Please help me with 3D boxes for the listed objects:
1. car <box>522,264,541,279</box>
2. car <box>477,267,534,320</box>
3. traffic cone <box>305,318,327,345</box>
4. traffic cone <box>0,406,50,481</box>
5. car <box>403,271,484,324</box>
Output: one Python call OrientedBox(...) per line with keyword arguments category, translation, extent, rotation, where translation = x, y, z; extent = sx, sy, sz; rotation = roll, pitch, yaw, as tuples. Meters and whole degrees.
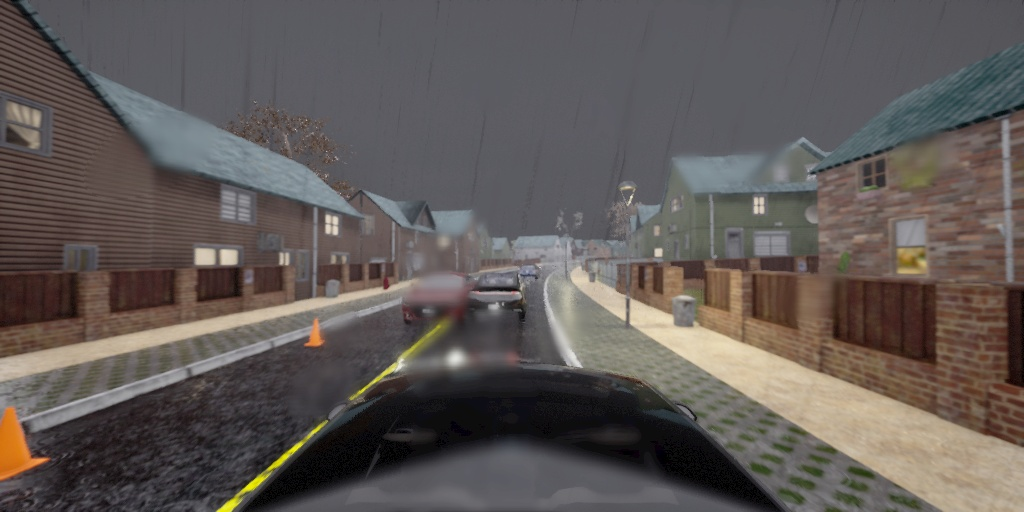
OrientedBox(category="car", translation=(1.751, 1.484, 34.843), extent=(2.033, 1.411, 5.357), rotation=(0, 0, 8))
OrientedBox(category="car", translation=(-0.380, 1.339, 13.029), extent=(2.128, 1.511, 4.902), rotation=(0, 0, 3))
OrientedBox(category="traffic cone", translation=(-4.606, 1.764, 8.419), extent=(0.340, 0.580, 0.340), rotation=(0, 0, 2))
OrientedBox(category="traffic cone", translation=(-4.722, 1.718, 3.370), extent=(0.340, 0.580, 0.340), rotation=(0, 0, 1))
OrientedBox(category="car", translation=(-2.275, 1.320, 12.567), extent=(1.882, 1.535, 5.008), rotation=(0, 0, 1))
